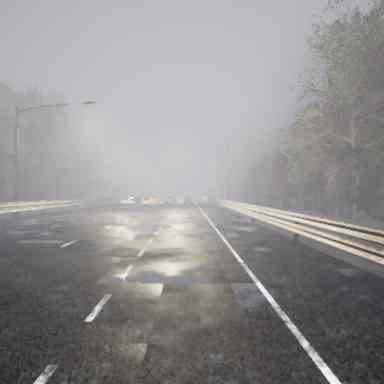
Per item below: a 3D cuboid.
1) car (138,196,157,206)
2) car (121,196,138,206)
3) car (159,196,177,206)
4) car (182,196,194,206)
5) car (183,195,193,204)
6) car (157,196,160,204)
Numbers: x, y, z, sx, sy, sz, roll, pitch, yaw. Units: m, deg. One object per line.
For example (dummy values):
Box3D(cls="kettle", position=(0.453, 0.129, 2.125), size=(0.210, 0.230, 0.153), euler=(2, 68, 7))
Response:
Box3D(cls="car", position=(-7.691, 1.666, 58.080), size=(1.882, 1.535, 5.008), euler=(0, 0, -1))
Box3D(cls="car", position=(-11.197, 1.772, 58.484), size=(1.895, 1.301, 4.718), euler=(0, 0, -1))
Box3D(cls="car", position=(-4.198, 1.810, 58.568), size=(1.895, 1.301, 4.718), euler=(0, 0, -1))
Box3D(cls="car", position=(-0.697, 1.754, 58.580), size=(1.812, 1.442, 4.674), euler=(0, 0, -1))
Box3D(cls="car", position=(-0.855, 1.630, 71.814), size=(2.097, 1.767, 4.553), euler=(0, 0, -1))
Box3D(cls="car", position=(-7.852, 1.585, 71.528), size=(2.097, 1.767, 4.553), euler=(0, 0, -1))
